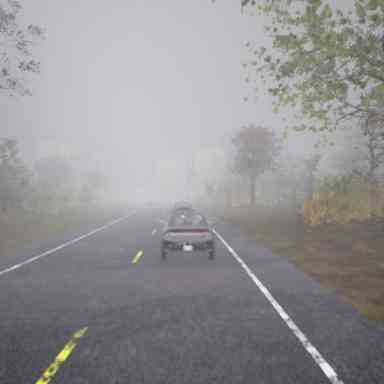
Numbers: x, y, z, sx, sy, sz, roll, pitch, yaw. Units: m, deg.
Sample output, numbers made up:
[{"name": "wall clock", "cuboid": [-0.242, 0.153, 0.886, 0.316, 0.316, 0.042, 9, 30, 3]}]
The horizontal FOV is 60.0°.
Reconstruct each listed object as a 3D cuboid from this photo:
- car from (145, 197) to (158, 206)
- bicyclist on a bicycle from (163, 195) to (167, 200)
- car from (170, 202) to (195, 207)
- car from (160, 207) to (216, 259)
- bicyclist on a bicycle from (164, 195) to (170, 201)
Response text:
[{"name": "car", "cuboid": [-6.934, 1.635, 57.477, 1.812, 1.442, 4.674, 0, 0, -6]}, {"name": "bicyclist on a bicycle", "cuboid": [-7.528, 1.513, 92.685, 0.866, 1.612, 1.509, 0, 0, -10]}, {"name": "car", "cuboid": [-0.805, 1.583, 27.754, 1.837, 1.490, 4.892, 0, 0, -3]}, {"name": "car", "cuboid": [-0.173, 1.532, 12.700, 2.128, 1.511, 4.902, 0, 0, -1]}, {"name": "bicyclist on a bicycle", "cuboid": [-5.996, 1.529, 83.770, 0.866, 1.612, 1.509, 0, 0, -9]}]
